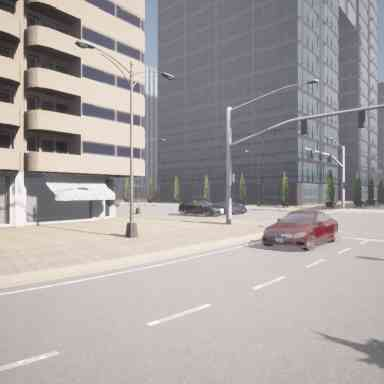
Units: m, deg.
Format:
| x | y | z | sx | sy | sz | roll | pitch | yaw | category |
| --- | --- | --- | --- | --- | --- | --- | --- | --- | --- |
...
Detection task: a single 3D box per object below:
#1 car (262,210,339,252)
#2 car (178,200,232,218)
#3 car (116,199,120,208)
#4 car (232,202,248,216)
| x | y | z | sx | sy | sz | roll | pitch | yaw | category |
| --- | --- | --- | --- | --- | --- | --- | --- | --- | --- |
| 4.765 | 1.525 | 14.077 | 1.812 | 1.442 | 4.674 | 0 | 0 | 41 | car |
| 0.863 | 1.546 | 31.380 | 4.902 | 1.511 | 2.128 | 0 | 0 | 41 | car |
| -12.630 | 1.277 | 47.522 | 5.566 | 2.045 | 2.150 | 0 | 0 | 41 | car |
| 3.509 | 1.619 | 33.722 | 4.181 | 1.385 | 1.994 | 0 | 0 | 41 | car |
